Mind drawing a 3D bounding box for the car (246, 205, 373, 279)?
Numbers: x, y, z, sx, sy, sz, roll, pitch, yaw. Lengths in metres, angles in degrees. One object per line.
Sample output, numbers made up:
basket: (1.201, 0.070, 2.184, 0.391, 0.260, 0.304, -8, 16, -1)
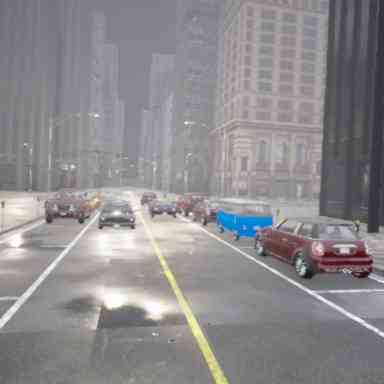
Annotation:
car: (3.445, 1.450, 10.233, 1.967, 1.590, 4.097, 2, 1, -11)

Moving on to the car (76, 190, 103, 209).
car: (-9.309, 0.636, 30.517, 1.967, 1.590, 4.097, 2, 1, -11)

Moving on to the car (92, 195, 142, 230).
car: (-4.016, 1.133, 18.152, 2.033, 1.411, 5.357, 2, 1, -11)

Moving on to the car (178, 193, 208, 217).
car: (0.148, 0.966, 26.706, 2.192, 1.841, 5.009, 2, 1, -11)

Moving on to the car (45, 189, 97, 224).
car: (-7.103, 0.750, 19.532, 2.192, 1.841, 5.009, 2, 1, -11)

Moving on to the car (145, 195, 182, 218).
car: (-2.298, 1.168, 25.178, 1.895, 1.301, 4.718, 2, 1, -11)

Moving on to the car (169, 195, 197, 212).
car: (-0.962, 1.082, 32.200, 2.008, 1.369, 4.403, 2, 1, -11)

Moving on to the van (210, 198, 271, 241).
van: (2.348, 1.231, 15.723, 1.690, 1.788, 3.998, 2, 1, -11)

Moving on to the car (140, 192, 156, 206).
car: (-4.941, 0.795, 38.284, 1.837, 1.490, 4.892, 2, 1, -11)

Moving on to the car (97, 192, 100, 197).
car: (-8.178, 0.844, 24.860, 1.752, 1.417, 4.829, 2, 1, -11)

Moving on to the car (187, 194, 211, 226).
car: (1.243, 1.211, 21.215, 1.967, 1.590, 4.097, 2, 1, -11)
